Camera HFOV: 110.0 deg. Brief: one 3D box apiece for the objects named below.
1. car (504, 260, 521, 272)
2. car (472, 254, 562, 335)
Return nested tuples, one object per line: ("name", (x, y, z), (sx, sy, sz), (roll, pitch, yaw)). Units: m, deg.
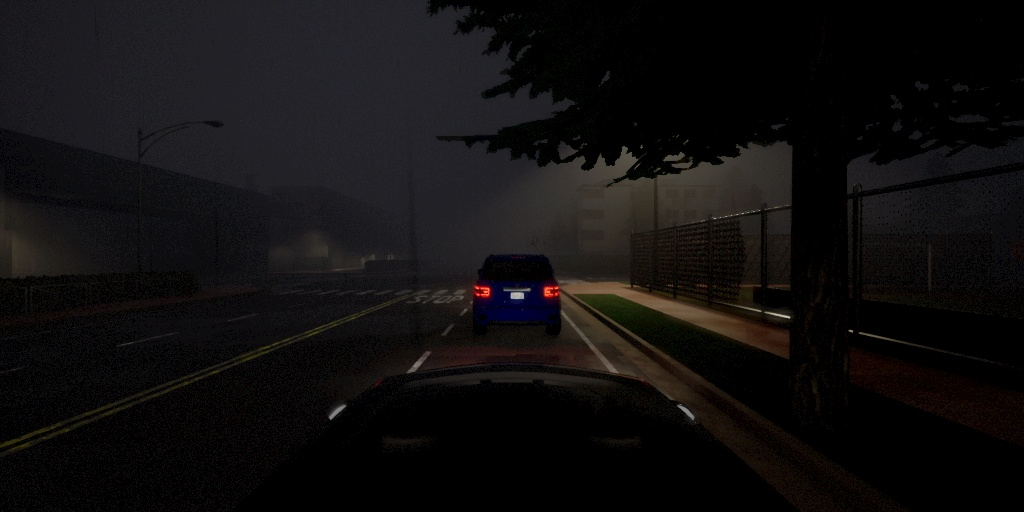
("car", (0.068, 1.242, 46.451), (2.128, 1.511, 4.902), (0, 0, -1))
("car", (0.125, 0.972, 10.609), (2.150, 2.045, 5.566), (0, 0, 0))
